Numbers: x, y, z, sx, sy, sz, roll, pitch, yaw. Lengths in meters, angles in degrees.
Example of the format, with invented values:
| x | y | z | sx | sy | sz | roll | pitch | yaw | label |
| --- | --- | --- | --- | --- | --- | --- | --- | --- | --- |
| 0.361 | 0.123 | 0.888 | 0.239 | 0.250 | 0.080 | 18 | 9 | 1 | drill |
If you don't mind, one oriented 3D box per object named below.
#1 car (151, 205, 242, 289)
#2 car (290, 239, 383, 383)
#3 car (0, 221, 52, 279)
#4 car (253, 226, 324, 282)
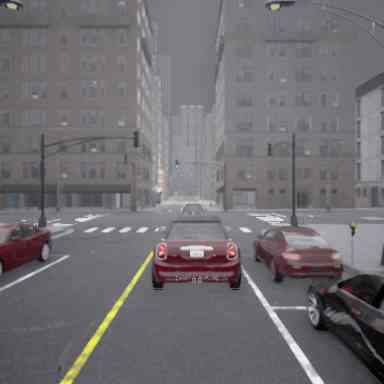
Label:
| x | y | z | sx | sy | sz | roll | pitch | yaw | label |
| --- | --- | --- | --- | --- | --- | --- | --- | --- | --- |
| 0.109 | 1.410 | 9.525 | 2.097 | 1.767 | 4.553 | 0 | 0 | 0 | car |
| 2.871 | 1.592 | 4.094 | 1.947 | 1.339 | 4.313 | -1 | 0 | 0 | car |
| -5.668 | 1.605 | 9.686 | 1.887 | 1.381 | 4.507 | -1 | 0 | 0 | car |
| 2.877 | 1.642 | 9.679 | 1.802 | 1.307 | 4.206 | -1 | 0 | 0 | car |
